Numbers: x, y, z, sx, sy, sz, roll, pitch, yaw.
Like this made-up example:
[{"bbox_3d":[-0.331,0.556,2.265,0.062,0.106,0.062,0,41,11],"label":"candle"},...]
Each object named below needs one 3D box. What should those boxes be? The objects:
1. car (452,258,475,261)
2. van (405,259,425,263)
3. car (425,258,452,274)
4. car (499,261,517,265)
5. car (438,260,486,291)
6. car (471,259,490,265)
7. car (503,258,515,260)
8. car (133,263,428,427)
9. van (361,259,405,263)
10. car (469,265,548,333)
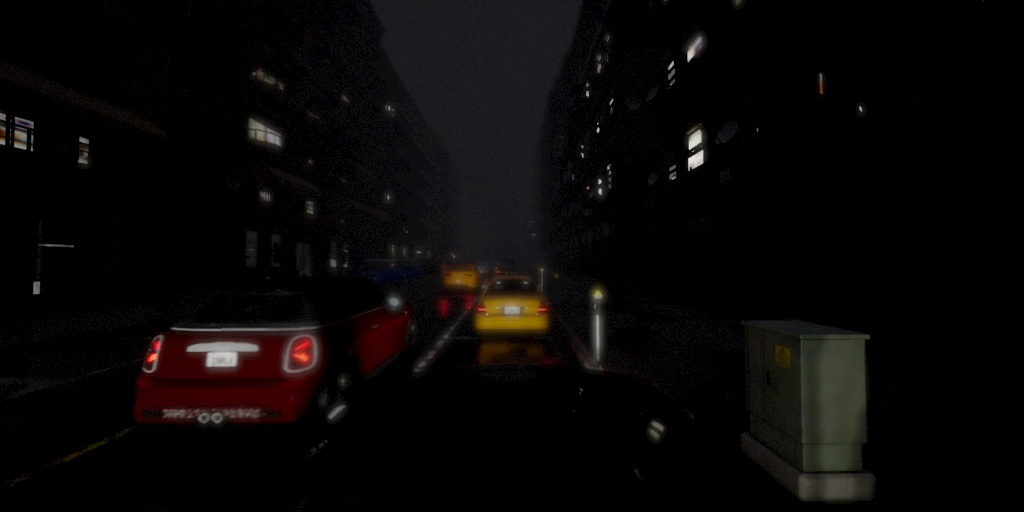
[{"bbox_3d":[-5.826,1.286,42.725,1.882,1.535,5.008,0,-1,0],"label":"car"},{"bbox_3d":[-8.335,1.118,28.134,1.690,1.789,3.998,0,0,0],"label":"van"},{"bbox_3d":[-8.335,1.115,39.194,2.192,1.841,5.009,0,0,0],"label":"car"},{"bbox_3d":[-0.452,1.322,28.072,1.888,1.381,4.507,0,0,0],"label":"car"},{"bbox_3d":[-2.966,1.244,22.295,1.882,1.535,5.008,0,0,0],"label":"car"},{"bbox_3d":[-2.970,1.320,36.784,1.812,1.442,4.674,0,0,0],"label":"car"},{"bbox_3d":[-0.445,1.240,39.134,1.967,1.591,4.097,0,0,0],"label":"car"},{"bbox_3d":[-3.020,1.104,5.864,2.097,1.767,4.553,0,0,0],"label":"car"},{"bbox_3d":[-8.335,1.108,22.603,1.690,1.789,3.998,0,0,0],"label":"van"},{"bbox_3d":[0.004,1.212,10.693,1.801,1.575,5.366,0,0,0],"label":"car"}]
